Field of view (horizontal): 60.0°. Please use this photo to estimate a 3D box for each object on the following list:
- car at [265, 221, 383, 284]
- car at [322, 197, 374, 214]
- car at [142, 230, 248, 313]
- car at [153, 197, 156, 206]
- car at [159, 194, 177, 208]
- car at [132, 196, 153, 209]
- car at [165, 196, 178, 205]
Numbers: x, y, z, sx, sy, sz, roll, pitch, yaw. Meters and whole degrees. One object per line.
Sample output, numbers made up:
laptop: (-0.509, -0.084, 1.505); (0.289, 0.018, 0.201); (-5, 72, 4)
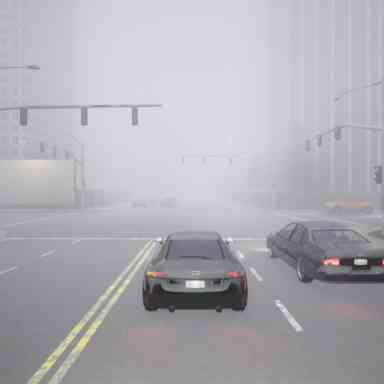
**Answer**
car: (3.579, 1.547, 9.639); (2.033, 1.411, 5.357); (0, 0, -1)
car: (15.484, 1.295, 33.248); (4.553, 1.767, 2.097); (0, 0, 0)
car: (0.059, 1.563, 7.754); (1.994, 1.385, 4.181); (0, 0, 0)
car: (-7.103, 1.499, 55.980); (1.837, 1.490, 4.892); (0, 1, 0)
car: (-3.613, 1.502, 48.897); (1.837, 1.490, 4.892); (0, 0, 0)
car: (-7.115, 1.545, 46.542); (2.033, 1.411, 5.357); (0, 0, 0)
car: (-3.597, 1.474, 58.548); (1.882, 1.535, 5.008); (0, 0, 0)
